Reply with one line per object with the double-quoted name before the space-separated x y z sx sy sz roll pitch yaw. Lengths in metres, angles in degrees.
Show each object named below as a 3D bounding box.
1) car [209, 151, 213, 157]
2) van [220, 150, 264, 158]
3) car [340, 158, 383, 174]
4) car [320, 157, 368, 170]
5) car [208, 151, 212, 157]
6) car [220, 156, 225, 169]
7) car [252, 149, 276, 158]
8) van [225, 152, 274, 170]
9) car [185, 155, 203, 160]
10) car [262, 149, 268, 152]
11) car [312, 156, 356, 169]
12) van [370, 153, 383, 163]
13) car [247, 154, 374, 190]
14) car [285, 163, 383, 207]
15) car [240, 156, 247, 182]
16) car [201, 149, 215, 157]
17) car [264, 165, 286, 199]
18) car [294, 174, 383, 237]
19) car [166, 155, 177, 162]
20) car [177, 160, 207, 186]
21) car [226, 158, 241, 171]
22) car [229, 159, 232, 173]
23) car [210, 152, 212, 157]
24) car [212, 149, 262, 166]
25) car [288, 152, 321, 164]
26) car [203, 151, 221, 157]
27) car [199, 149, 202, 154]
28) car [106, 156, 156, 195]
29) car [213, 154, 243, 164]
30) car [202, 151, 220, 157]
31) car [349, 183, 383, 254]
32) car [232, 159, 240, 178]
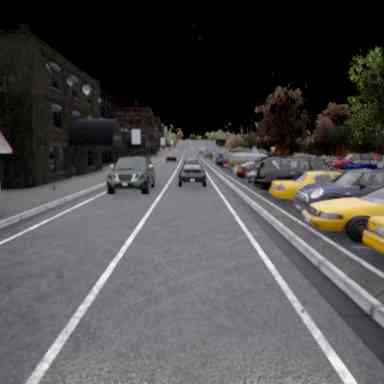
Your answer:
"car" 5.739 -5.785 56.962 4.674 1.452 2.002 0 8 0
"van" 5.982 -3.697 40.137 4.442 1.987 1.878 0 8 0
"car" 18.476 -2.716 34.827 5.008 1.535 2.097 0 8 0
"car" 18.410 -3.468 40.435 4.792 1.488 2.163 0 8 0
"car" 5.744 -6.187 59.761 4.792 1.488 2.163 0 8 0
"car" 5.889 -3.041 37.375 4.674 1.452 2.002 0 8 0
"car" 18.367 -9.927 85.595 5.566 2.045 2.435 0 8 -1
"van" 6.024 -2.933 34.659 4.442 1.987 1.878 0 8 0
"car" -0.110 -3.421 39.853 2.128 1.511 4.902 0 8 0
"car" 18.335 -9.412 82.854 4.553 1.767 2.185 0 8 -1
"car" 18.389 -3.860 43.232 4.792 1.488 2.163 0 8 0
"van" 18.404 -2.207 29.065 4.442 1.987 1.878 0 7 0
"car" 6.065 -0.855 17.693 5.566 2.045 2.435 0 7 0
"car" 6.111 -0.045 12.099 4.553 1.767 2.185 0 7 0
"car" 6.025 -1.415 23.318 4.553 1.767 2.185 0 7 0
"car" 5.301 -9.263 82.889 4.674 1.452 2.002 1 8 0
"car" 6.243 -0.266 14.920 5.366 1.575 1.946 0 7 0
"car" 5.916 0.419 9.307 5.366 1.575 1.946 0 7 0
"car" -3.723 -6.101 60.357 1.895 1.301 4.718 0 8 0
"car" 0.016 -1.293 23.526 1.837 1.490 4.892 0 7 0
"car" 5.932 -2.284 31.761 4.674 1.452 2.002 0 7 0
"car" 5.948 -1.935 28.948 4.674 1.452 2.002 0 7 0
"car" 5.965 -5.043 51.361 5.366 1.575 1.946 0 8 0
"car" 5.816 -4.114 42.930 5.566 2.045 2.435 0 8 0
"car" 18.306 -5.563 54.272 4.553 1.767 2.185 0 8 0
"car" 5.259 -10.036 88.258 4.792 1.488 2.163 0 8 -1
"car" 5.073 -9.677 85.496 5.366 1.575 1.946 0 8 -1
"car" -3.411 -1.085 19.557 2.150 2.045 5.566 0 7 0
"car" 5.761 -5.393 54.164 4.674 1.452 2.002 0 8 0
"car" 5.204 -10.416 91.015 4.674 1.452 2.002 0 8 -1
"car" 6.308 0.762 6.505 5.366 1.575 1.946 0 7 0
"car" 5.967 -1.633 26.138 5.008 1.535 2.097 0 7 0
